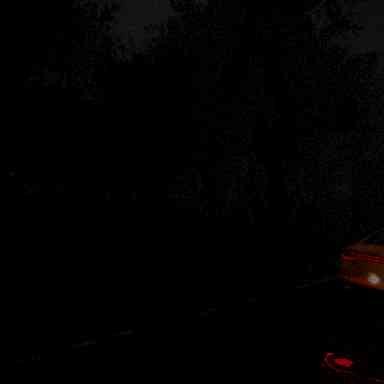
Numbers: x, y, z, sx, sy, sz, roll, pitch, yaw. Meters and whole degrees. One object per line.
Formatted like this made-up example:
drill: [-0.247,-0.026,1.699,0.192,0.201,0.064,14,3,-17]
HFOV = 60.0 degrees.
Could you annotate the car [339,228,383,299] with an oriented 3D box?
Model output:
car: [5.397,1.480,7.636,5.008,1.535,1.882,0,0,-36]
